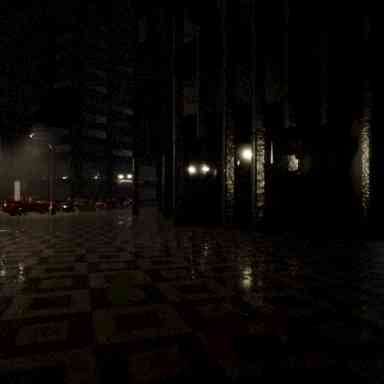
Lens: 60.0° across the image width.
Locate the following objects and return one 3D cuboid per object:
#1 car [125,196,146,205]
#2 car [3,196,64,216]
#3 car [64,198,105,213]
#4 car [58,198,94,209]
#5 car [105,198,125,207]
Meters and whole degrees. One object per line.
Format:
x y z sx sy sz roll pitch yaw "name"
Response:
-9.542 1.429 55.371 1.967 1.590 4.097 0 0 35 "car"
-15.399 1.323 31.953 2.192 1.841 5.009 0 0 35 "car"
-12.186 1.571 36.589 1.947 1.339 4.313 0 0 35 "car"
-15.967 1.540 46.101 1.887 1.381 4.507 0 0 35 "car"
-12.754 1.574 50.736 1.802 1.307 4.206 0 0 35 "car"
